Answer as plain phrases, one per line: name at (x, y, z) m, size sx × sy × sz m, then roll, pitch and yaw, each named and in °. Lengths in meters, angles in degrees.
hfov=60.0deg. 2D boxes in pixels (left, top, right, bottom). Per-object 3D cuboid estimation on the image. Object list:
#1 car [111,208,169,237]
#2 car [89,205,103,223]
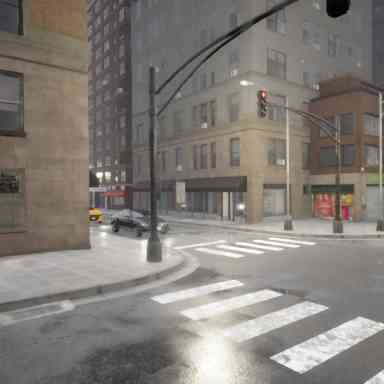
car at (-3.198, 1.694, 19.496) m, size 1.812 × 1.442 × 4.674 m, roll -1°, pitch 0°, yaw -38°
car at (-8.916, 1.730, 26.997) m, size 1.882 × 1.535 × 5.008 m, roll -1°, pitch 0°, yaw -37°
